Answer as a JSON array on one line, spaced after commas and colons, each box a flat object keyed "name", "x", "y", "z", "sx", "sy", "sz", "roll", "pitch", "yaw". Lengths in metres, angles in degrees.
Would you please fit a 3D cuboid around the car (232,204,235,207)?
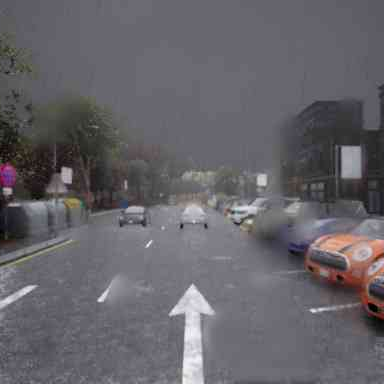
[{"name": "car", "x": 5.326, "y": 1.680, "z": 20.919, "sx": 4.792, "sy": 1.488, "sz": 2.163, "roll": 1, "pitch": 0, "yaw": -20}]

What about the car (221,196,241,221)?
[{"name": "car", "x": 5.341, "y": 1.426, "z": 23.922, "sx": 5.566, "sy": 2.045, "sz": 2.435, "roll": 1, "pitch": 0, "yaw": -20}]

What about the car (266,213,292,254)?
[{"name": "car", "x": 5.325, "y": 1.615, "z": 11.926, "sx": 4.674, "sy": 1.452, "sz": 2.002, "roll": 1, "pitch": -1, "yaw": -20}]

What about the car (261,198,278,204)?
[{"name": "car", "x": 20.988, "y": 2.402, "z": 90.040, "sx": 2.163, "sy": 1.488, "sz": 4.792, "roll": 0, "pitch": -1, "yaw": -21}]

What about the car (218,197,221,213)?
[{"name": "car", "x": 5.358, "y": 1.638, "z": 32.936, "sx": 4.553, "sy": 1.767, "sz": 2.185, "roll": 1, "pitch": -1, "yaw": -20}]

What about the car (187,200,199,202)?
[{"name": "car", "x": 0.130, "y": 1.711, "z": 40.933, "sx": 2.097, "sy": 1.767, "sz": 4.553, "roll": 0, "pitch": -1, "yaw": 0}]

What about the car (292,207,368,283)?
[{"name": "car", "x": 5.354, "y": 1.427, "z": 8.930, "sx": 4.553, "sy": 1.767, "sz": 2.185, "roll": 1, "pitch": 0, "yaw": -20}]

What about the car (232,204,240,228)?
[{"name": "car", "x": 5.172, "y": 1.619, "z": 17.862, "sx": 5.366, "sy": 1.575, "sz": 1.946, "roll": 1, "pitch": 0, "yaw": -20}]

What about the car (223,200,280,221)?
[{"name": "car", "x": 5.350, "y": 1.608, "z": 29.935, "sx": 4.553, "sy": 1.767, "sz": 2.185, "roll": 1, "pitch": -1, "yaw": -20}]

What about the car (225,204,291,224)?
[{"name": "car", "x": 5.347, "y": 1.735, "z": 26.920, "sx": 4.792, "sy": 1.488, "sz": 2.163, "roll": 1, "pitch": 0, "yaw": -20}]

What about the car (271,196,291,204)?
[{"name": "car", "x": 24.011, "y": 2.124, "z": 90.125, "sx": 2.435, "sy": 2.045, "sz": 5.566, "roll": 0, "pitch": -1, "yaw": -21}]

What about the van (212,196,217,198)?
[{"name": "van", "x": 5.519, "y": 1.663, "z": 45.002, "sx": 4.442, "sy": 1.987, "sz": 1.878, "roll": 1, "pitch": -1, "yaw": -20}]

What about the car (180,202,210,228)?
[{"name": "car", "x": 0.119, "y": 1.718, "z": 23.939, "sx": 1.812, "sy": 1.442, "sz": 4.674, "roll": 0, "pitch": -1, "yaw": 0}]

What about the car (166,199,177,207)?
[{"name": "car", "x": -3.920, "y": 2.096, "z": 65.470, "sx": 2.128, "sy": 1.511, "sz": 4.902, "roll": 0, "pitch": -1, "yaw": 2}]

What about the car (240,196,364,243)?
[{"name": "car", "x": 5.327, "y": 1.348, "z": 14.906, "sx": 5.566, "sy": 2.045, "sz": 2.435, "roll": 1, "pitch": 0, "yaw": -20}]

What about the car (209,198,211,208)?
[{"name": "car", "x": 5.413, "y": 1.958, "z": 47.956, "sx": 4.674, "sy": 1.452, "sz": 2.002, "roll": 1, "pitch": 0, "yaw": -20}]

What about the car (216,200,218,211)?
[{"name": "car", "x": 5.397, "y": 1.834, "z": 35.943, "sx": 4.674, "sy": 1.452, "sz": 2.002, "roll": 1, "pitch": 0, "yaw": -20}]

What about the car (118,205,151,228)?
[{"name": "car", "x": -4.050, "y": 1.721, "z": 24.215, "sx": 1.812, "sy": 1.442, "sz": 4.674, "roll": 0, "pitch": -1, "yaw": 0}]

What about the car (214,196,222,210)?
[{"name": "car", "x": 5.435, "y": 1.700, "z": 38.953, "sx": 4.553, "sy": 1.767, "sz": 2.185, "roll": 1, "pitch": 0, "yaw": -20}]

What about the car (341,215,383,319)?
[{"name": "car", "x": 5.347, "y": 1.404, "z": 5.929, "sx": 4.553, "sy": 1.767, "sz": 2.185, "roll": 1, "pitch": 0, "yaw": -20}]

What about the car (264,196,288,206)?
[{"name": "car", "x": 18.388, "y": 1.938, "z": 72.984, "sx": 2.435, "sy": 2.045, "sz": 5.566, "roll": 0, "pitch": 0, "yaw": -21}]

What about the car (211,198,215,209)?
[{"name": "car", "x": 5.398, "y": 1.856, "z": 41.955, "sx": 5.008, "sy": 1.535, "sz": 2.097, "roll": 1, "pitch": -1, "yaw": -20}]

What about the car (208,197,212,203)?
[{"name": "car", "x": 5.231, "y": 1.944, "z": 50.898, "sx": 5.366, "sy": 1.575, "sz": 1.946, "roll": 1, "pitch": 0, "yaw": -20}]
